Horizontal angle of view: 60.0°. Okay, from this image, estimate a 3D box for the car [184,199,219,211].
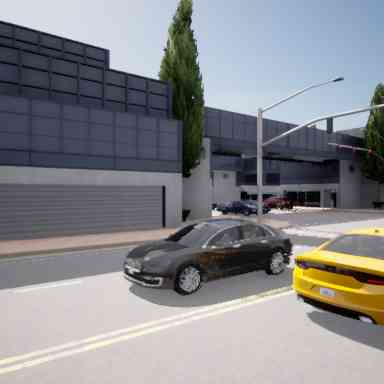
[{"bbox_3d":[1.133,1.601,42.586,1.895,1.301,4.718,0,0,-37],"label":"car"}]

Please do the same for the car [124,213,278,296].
[{"bbox_3d":[0.621,1.505,8.781,4.892,1.490,1.837,0,0,-36],"label":"car"}]

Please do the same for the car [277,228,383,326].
[{"bbox_3d":[4.206,1.478,6.843,5.008,1.535,1.882,0,0,-36],"label":"car"}]

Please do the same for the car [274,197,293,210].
[{"bbox_3d":[10.448,1.352,42.072,2.097,1.767,4.553,0,0,-36],"label":"car"}]

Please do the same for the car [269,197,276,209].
[{"bbox_3d":[6.365,1.564,35.601,1.994,1.385,4.181,0,0,-37],"label":"car"}]

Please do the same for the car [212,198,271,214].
[{"bbox_3d":[4.640,1.547,32.067,2.033,1.411,5.357,0,0,-37],"label":"car"}]
